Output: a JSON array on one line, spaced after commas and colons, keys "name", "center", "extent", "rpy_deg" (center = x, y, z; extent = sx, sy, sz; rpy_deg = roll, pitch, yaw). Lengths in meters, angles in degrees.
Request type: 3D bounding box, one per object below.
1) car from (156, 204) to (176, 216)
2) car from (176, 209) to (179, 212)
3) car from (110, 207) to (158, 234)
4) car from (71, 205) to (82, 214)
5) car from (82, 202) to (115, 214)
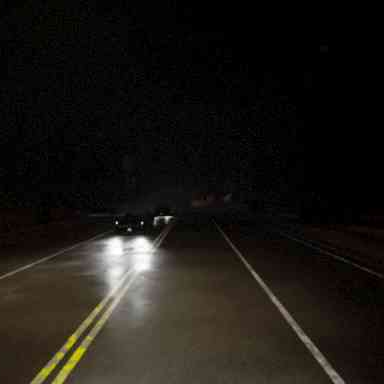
[{"name": "car", "center": [-3.429, 2.097, 39.669], "extent": [2.033, 1.411, 5.357], "rpy_deg": [0, -1, 1]}, {"name": "car", "center": [-3.294, 3.664, 58.172], "extent": [2.128, 1.511, 4.902], "rpy_deg": [0, -10, 1]}, {"name": "car", "center": [-3.508, 1.838, 20.872], "extent": [1.895, 1.301, 4.718], "rpy_deg": [0, -1, 0]}, {"name": "car", "center": [-15.839, 1.924, 38.665], "extent": [4.902, 1.511, 2.128], "rpy_deg": [0, -1, 0]}, {"name": "car", "center": [-12.088, 2.005, 42.281], "extent": [4.674, 1.442, 1.812], "rpy_deg": [0, -1, -2]}]
